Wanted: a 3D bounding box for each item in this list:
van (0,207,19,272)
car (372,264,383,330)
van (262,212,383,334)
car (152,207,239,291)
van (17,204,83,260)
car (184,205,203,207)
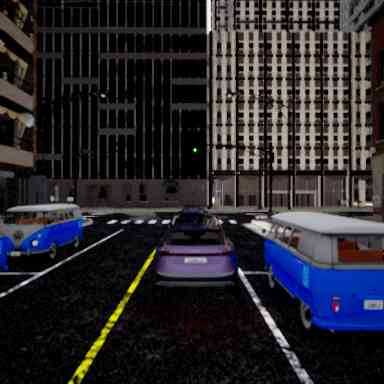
[{"bbox_3d":[-5.332,1.348,6.491,1.690,1.788,3.998,0,0,0],"label":"van"},{"bbox_3d":[2.567,1.441,0.832,1.967,1.590,4.097,0,0,0],"label":"car"},{"bbox_3d":[2.549,1.349,6.522,1.690,1.788,3.998,0,0,0],"label":"van"},{"bbox_3d":[0.071,1.443,9.040,2.033,1.649,4.856,0,0,0],"label":"car"},{"bbox_3d":[-5.350,1.356,12.181,1.690,1.788,3.998,0,0,0],"label":"van"},{"bbox_3d":[0.105,1.576,22.134,2.033,1.411,5.357,0,0,1],"label":"car"}]
